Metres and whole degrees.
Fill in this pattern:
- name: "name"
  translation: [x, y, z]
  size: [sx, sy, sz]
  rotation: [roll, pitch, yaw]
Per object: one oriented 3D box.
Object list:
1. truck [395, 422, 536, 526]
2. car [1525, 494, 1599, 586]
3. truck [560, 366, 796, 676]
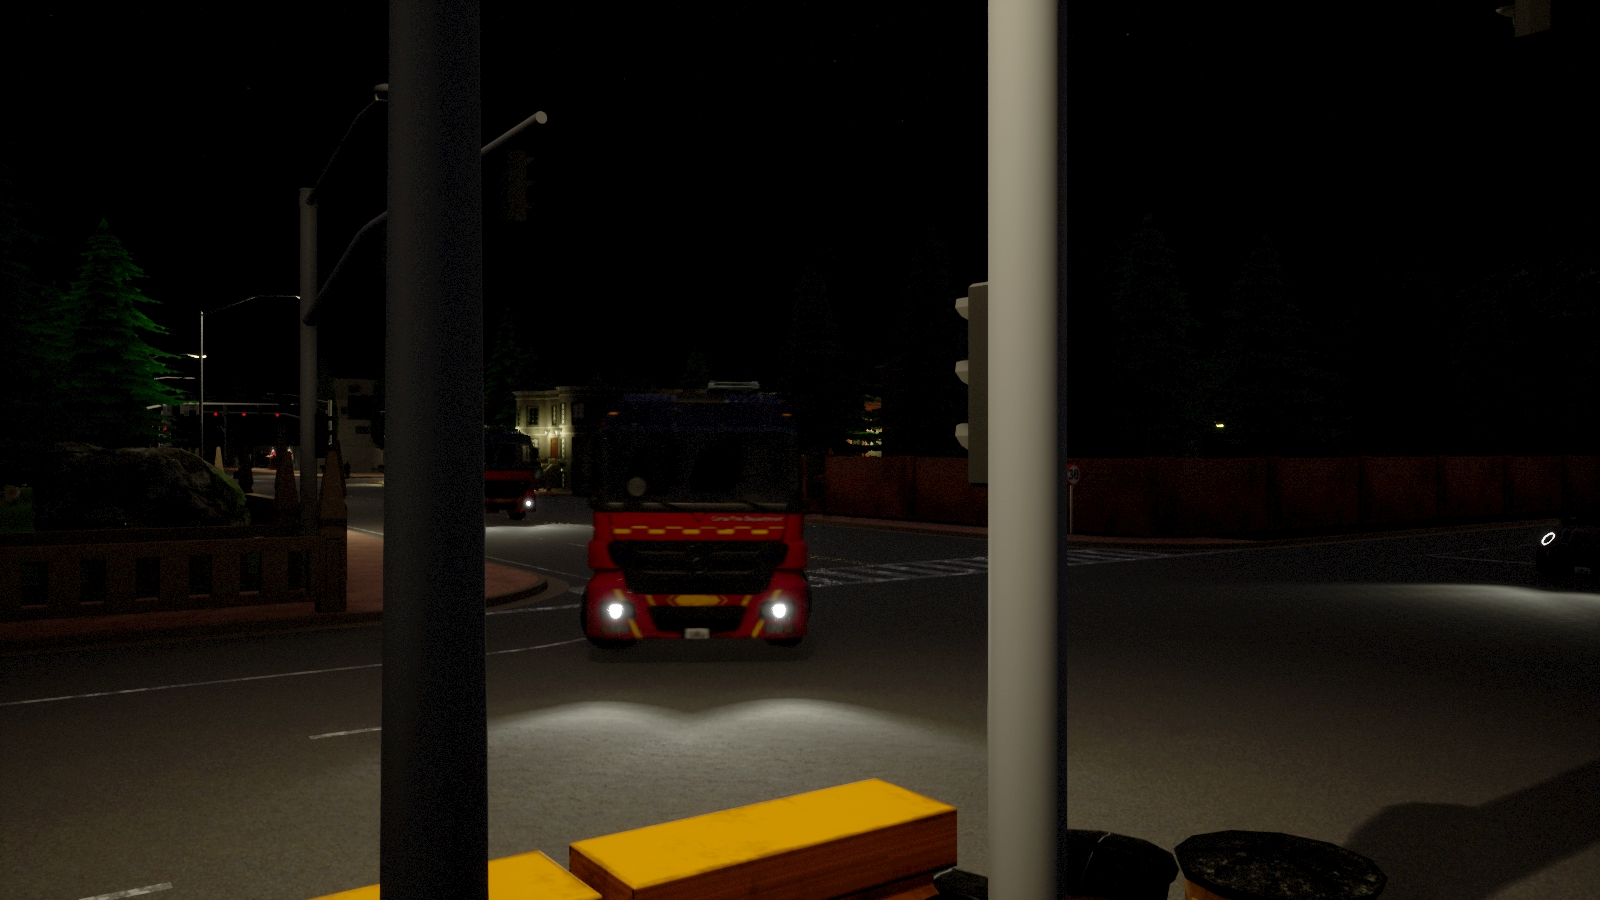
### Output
- name: "truck"
  translation: [-13.793, 0.890, 46.549]
  size: [2.891, 3.827, 8.468]
  rotation: [0, 0, -35]
- name: "car"
  translation: [18.010, 1.906, 24.946]
  size: [4.553, 1.767, 2.097]
  rotation: [0, 0, -35]
- name: "truck"
  translation: [-1.742, 0.890, 18.425]
  size: [2.891, 3.827, 8.468]
  rotation: [0, 0, -3]
